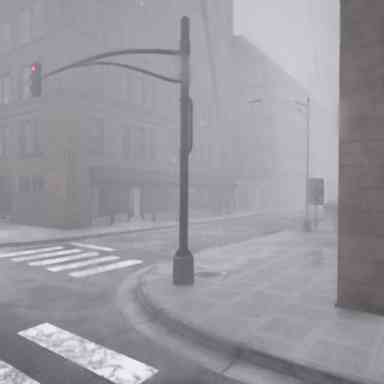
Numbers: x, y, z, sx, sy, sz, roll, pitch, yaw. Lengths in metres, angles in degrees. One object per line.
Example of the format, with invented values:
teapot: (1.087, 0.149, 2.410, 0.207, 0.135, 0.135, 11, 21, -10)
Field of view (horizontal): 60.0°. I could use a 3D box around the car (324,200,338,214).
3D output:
car: (16.214, 1.648, 37.178, 1.882, 1.535, 5.008, 1, 0, 35)
